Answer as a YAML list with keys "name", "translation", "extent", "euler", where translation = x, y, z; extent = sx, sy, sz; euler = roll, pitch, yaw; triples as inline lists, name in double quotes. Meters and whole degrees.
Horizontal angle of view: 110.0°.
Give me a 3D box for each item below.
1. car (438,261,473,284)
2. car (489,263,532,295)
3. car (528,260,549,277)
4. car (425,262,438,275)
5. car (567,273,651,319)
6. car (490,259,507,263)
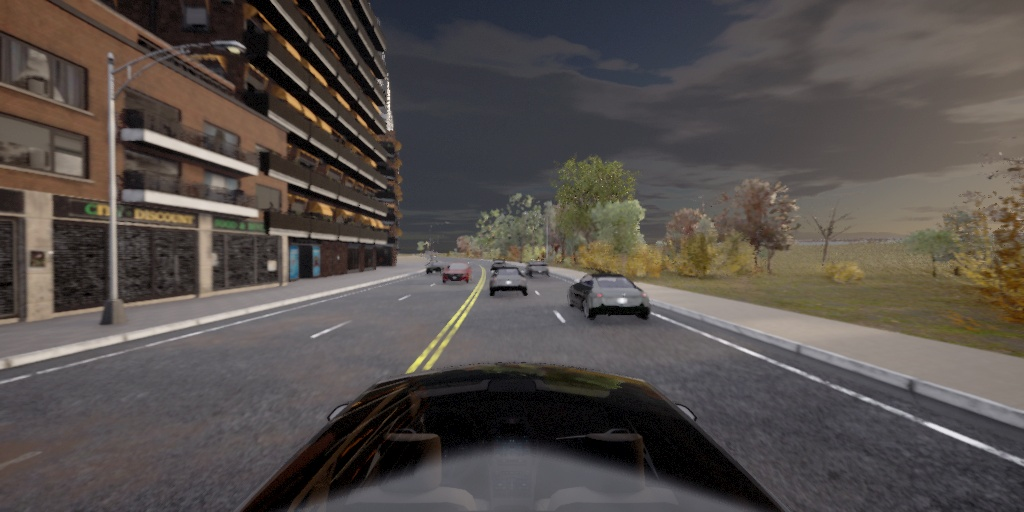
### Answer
- name: "car"
  translation: [-3.984, 1.175, 26.638]
  extent: [1.882, 1.535, 5.008]
  euler: [0, 0, -3]
- name: "car"
  translation: [-0.236, 1.268, 19.605]
  extent: [1.994, 1.385, 4.181]
  euler: [0, 0, -2]
- name: "car"
  translation: [2.306, 1.148, 33.679]
  extent: [2.128, 1.511, 4.902]
  euler: [0, 0, -4]
- name: "car"
  translation: [-7.863, 1.280, 37.836]
  extent: [1.895, 1.301, 4.718]
  euler: [0, 0, -4]
- name: "car"
  translation: [3.208, 1.277, 12.594]
  extent: [1.994, 1.385, 4.181]
  euler: [0, 0, -1]
- name: "car"
  translation: [-1.640, 1.144, 43.187]
  extent: [1.837, 1.490, 4.892]
  euler: [0, 0, -5]
